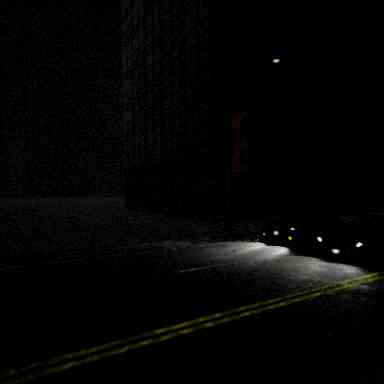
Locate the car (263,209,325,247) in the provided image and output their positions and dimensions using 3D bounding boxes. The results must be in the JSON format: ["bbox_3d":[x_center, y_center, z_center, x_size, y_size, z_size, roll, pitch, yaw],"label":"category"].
[{"bbox_3d":[5.131,1.464,14.556,4.181,1.385,1.994,0,0,-31],"label":"car"}]

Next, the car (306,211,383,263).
[{"bbox_3d":[6.789,1.455,11.806,5.357,1.411,2.033,0,0,-31],"label":"car"}]
